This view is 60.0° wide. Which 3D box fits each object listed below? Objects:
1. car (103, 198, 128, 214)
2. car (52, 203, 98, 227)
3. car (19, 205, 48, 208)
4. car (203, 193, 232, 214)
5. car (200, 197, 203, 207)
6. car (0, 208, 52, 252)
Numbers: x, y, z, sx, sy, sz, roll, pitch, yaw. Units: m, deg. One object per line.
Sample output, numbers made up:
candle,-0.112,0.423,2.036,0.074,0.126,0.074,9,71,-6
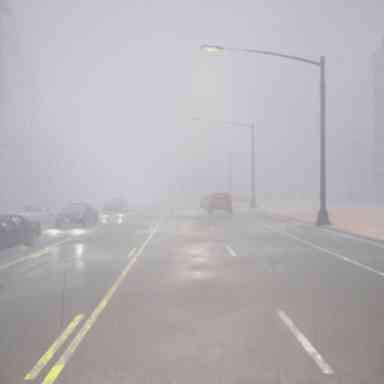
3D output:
car,-7.997,1.391,35.187,1.882,1.535,5.008,0,0,-1
car,-7.697,1.485,22.664,1.812,1.442,4.674,0,0,-2
car,-11.216,1.579,23.179,1.895,1.301,4.718,0,0,-2
car,2.643,1.083,33.056,2.150,2.045,5.566,0,0,-1
car,2.248,1.164,46.421,2.097,1.767,4.553,0,0,-1
car,-7.417,1.544,12.346,2.033,1.411,5.357,0,0,-1
